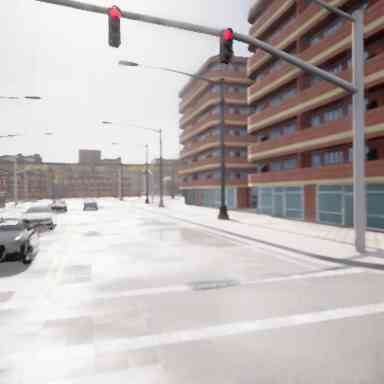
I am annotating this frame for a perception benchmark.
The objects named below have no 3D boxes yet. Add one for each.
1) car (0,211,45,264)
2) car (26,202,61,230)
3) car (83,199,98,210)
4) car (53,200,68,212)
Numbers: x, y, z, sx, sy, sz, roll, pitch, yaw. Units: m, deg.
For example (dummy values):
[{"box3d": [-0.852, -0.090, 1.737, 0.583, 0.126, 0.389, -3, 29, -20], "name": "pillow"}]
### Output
[{"box3d": [-6.474, 1.611, 11.510, 1.994, 1.385, 4.181, -1, 0, -19], "name": "car"}, {"box3d": [-9.743, 1.588, 21.324, 1.812, 1.442, 4.674, -1, 0, -18], "name": "car"}, {"box3d": [-13.416, 1.601, 43.994, 2.033, 1.411, 5.357, -1, 0, -18], "name": "car"}, {"box3d": [-15.709, 1.637, 39.405, 2.033, 1.411, 5.357, -1, 0, -18], "name": "car"}]
